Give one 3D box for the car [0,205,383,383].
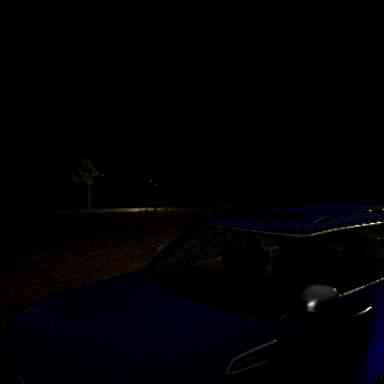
[{"bbox_3d":[0.928,1.217,3.717,5.566,2.045,2.150,0,0,-35],"label":"car"}]
